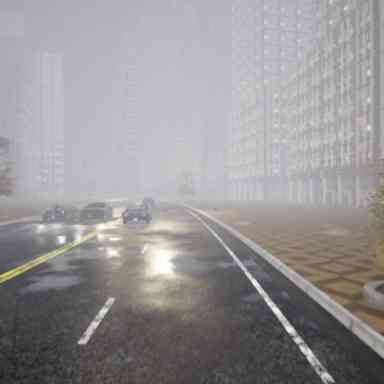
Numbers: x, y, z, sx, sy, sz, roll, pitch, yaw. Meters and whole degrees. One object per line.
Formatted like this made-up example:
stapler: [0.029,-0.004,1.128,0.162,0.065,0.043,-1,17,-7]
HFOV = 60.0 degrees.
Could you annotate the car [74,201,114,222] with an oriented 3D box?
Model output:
car: [-7.489,1.483,26.395,1.882,1.535,5.008,0,0,-4]

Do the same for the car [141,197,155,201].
car: [-6.370,1.446,48.336,1.882,1.535,5.008,0,0,-7]

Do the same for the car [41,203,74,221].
car: [-10.821,1.619,27.728,1.895,1.301,4.718,0,0,-4]

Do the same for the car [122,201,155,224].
car: [-4.011,1.593,24.955,1.895,1.301,4.718,0,0,-4]
